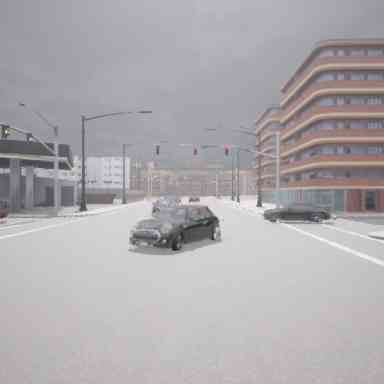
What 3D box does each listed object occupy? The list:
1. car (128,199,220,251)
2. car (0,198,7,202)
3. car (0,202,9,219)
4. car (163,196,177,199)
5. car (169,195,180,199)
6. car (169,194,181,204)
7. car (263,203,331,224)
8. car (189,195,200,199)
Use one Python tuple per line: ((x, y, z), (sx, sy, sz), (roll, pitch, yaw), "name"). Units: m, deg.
((-0.611, 1.352, 14.294), (2.097, 1.767, 4.553), (0, 0, 32), "car")
((-23.943, 1.456, 39.401), (3.806, 1.475, 1.970), (0, 0, 1), "car")
((-16.058, 1.601, 23.966), (4.718, 1.301, 1.895), (0, 0, 1), "car")
((-3.076, 1.491, 35.209), (2.128, 1.511, 4.902), (0, 0, 0), "car")
((-3.133, 1.352, 44.927), (2.097, 1.767, 4.553), (0, 0, 0), "car")
((-3.208, 1.352, 65.098), (2.097, 1.767, 4.553), (0, 0, 0), "car")
((7.601, 1.525, 24.271), (4.674, 1.442, 1.812), (0, 0, 7), "car")
((0.430, 1.352, 66.097), (2.097, 1.767, 4.553), (0, 0, 0), "car")
